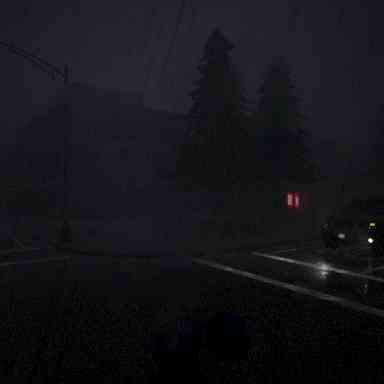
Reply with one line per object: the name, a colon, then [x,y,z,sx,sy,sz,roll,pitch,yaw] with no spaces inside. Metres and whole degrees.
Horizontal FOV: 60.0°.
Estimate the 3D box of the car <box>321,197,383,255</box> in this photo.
car: [7.665,1.248,13.763,5.566,2.045,2.150,0,0,-37]
